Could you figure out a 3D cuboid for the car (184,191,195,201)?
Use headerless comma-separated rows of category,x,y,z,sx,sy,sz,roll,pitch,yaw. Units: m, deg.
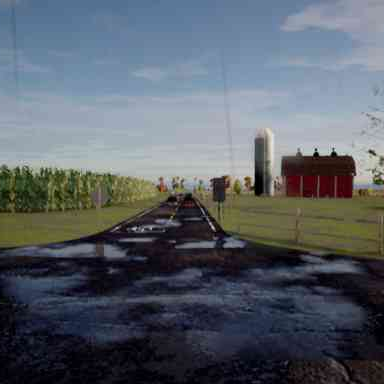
car,-0.525,0.791,63.523,2.097,1.767,4.553,0,0,-1

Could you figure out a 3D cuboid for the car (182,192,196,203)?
car,-0.436,1.027,53.119,1.837,1.490,4.892,0,0,0

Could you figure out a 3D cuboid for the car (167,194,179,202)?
car,-3.225,1.049,57.711,1.994,1.385,4.181,0,0,0
